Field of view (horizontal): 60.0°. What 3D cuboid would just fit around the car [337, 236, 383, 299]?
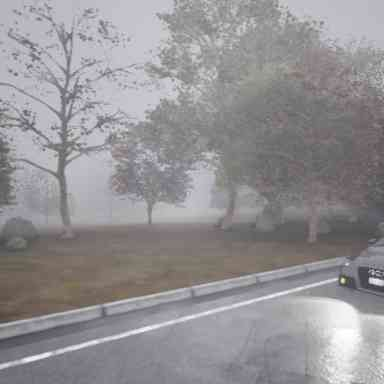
[{"bbox_3d":[5.277,1.604,7.737,4.181,1.385,1.994,0,0,-35],"label":"car"}]
